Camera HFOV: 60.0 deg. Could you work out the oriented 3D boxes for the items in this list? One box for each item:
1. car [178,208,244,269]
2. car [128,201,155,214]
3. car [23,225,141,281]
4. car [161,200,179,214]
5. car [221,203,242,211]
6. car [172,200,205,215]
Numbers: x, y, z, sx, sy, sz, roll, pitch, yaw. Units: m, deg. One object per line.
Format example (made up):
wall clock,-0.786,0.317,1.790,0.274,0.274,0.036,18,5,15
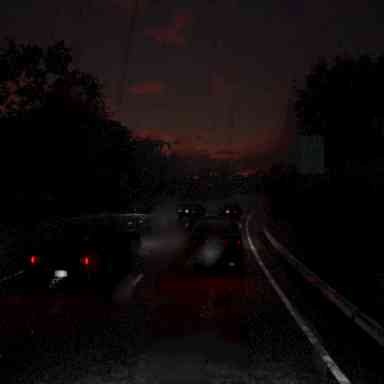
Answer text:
car,0.732,1.546,11.507,1.882,1.535,5.008,0,0,5
car,-5.771,1.767,38.040,1.994,1.385,4.181,0,0,13
car,-2.918,1.657,10.084,1.895,1.301,4.718,0,0,4
car,-2.105,1.703,38.418,2.128,1.511,4.902,0,0,13
car,3.539,1.729,30.514,2.033,1.411,5.357,0,0,11
car,0.060,1.725,30.948,2.033,1.411,5.357,0,0,11
